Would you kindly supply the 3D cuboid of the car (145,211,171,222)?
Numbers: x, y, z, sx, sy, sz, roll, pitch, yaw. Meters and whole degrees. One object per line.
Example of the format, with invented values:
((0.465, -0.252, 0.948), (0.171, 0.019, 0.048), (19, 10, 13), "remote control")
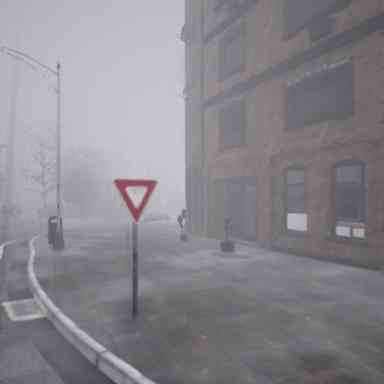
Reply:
((-4.384, 3.231, 43.424), (1.994, 1.385, 4.181), (0, -4, 26), "car")
